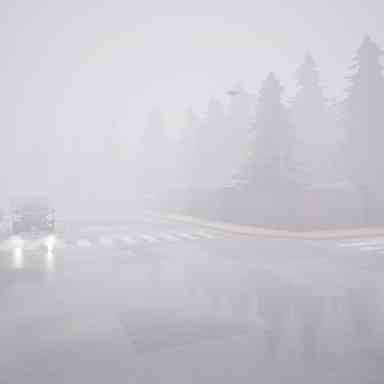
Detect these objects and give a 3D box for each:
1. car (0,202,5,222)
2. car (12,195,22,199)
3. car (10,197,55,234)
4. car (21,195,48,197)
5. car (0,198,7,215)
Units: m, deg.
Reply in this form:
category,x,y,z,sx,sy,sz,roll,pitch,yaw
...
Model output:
category,x,y,z,sx,sy,sz,roll,pitch,yaw
car,-16.159,1.672,26.595,1.994,1.385,4.181,0,0,-25
car,-18.921,1.361,37.749,2.150,2.045,5.566,0,0,-42
car,-9.381,1.417,19.923,2.097,1.767,4.553,0,0,-23
car,-13.243,1.320,28.675,2.150,2.045,5.566,0,0,-26
car,-21.405,1.499,35.206,2.097,1.767,4.553,0,0,-43
